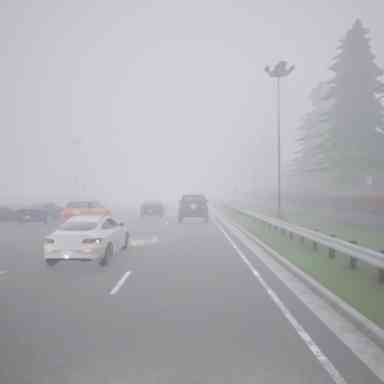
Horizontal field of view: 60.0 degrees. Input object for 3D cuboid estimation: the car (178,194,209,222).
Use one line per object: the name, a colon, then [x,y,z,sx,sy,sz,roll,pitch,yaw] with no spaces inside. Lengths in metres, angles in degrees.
car: [0.114,1.160,25.562,2.150,2.045,5.566,0,0,0]

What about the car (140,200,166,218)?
car: [-3.398,1.406,29.685,1.882,1.535,5.008,0,0,0]

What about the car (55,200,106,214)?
car: [-6.898,1.299,21.963,2.097,1.767,4.553,0,0,0]

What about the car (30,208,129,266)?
car: [-3.398,1.498,11.338,1.812,1.442,4.674,0,0,0]

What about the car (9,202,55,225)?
car: [-10.396,1.420,23.431,1.882,1.535,5.008,0,0,0]

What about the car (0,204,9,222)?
car: [-13.897,1.505,23.336,1.994,1.385,4.181,0,0,0]

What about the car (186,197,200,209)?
car: [0.104,1.398,44.327,1.837,1.490,4.892,0,0,0]
